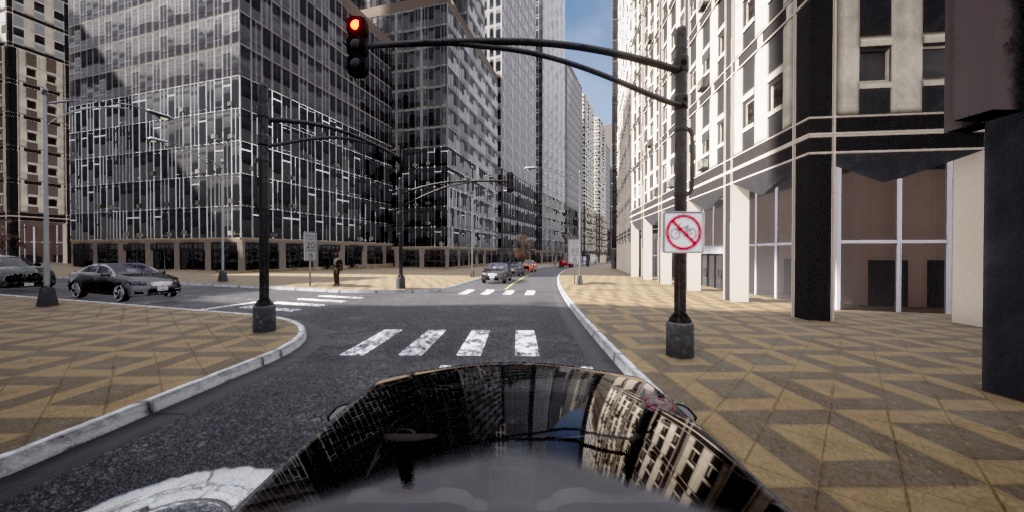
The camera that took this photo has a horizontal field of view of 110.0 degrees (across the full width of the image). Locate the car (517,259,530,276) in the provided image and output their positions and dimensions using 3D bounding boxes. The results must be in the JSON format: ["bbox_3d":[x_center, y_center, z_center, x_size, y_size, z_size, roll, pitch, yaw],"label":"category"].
[{"bbox_3d":[0.229,1.311,37.657,2.128,1.511,4.902,0,0,9],"label":"car"}]

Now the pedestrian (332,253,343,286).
[{"bbox_3d":[-9.523,0.716,19.442,0.375,1.860,0.375,0,0,16],"label":"pedestrian"}]

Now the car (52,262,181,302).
[{"bbox_3d":[-16.666,1.039,15.440,4.902,1.511,2.128,1,1,17],"label":"car"}]

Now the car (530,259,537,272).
[{"bbox_3d":[2.008,1.220,47.435,2.097,1.767,4.553,0,0,12],"label":"car"}]

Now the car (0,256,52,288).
[{"bbox_3d":[-25.665,0.771,18.066,4.553,1.767,2.097,1,1,16],"label":"car"}]

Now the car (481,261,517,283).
[{"bbox_3d":[-1.117,1.276,28.175,2.128,1.511,4.902,0,0,7],"label":"car"}]
